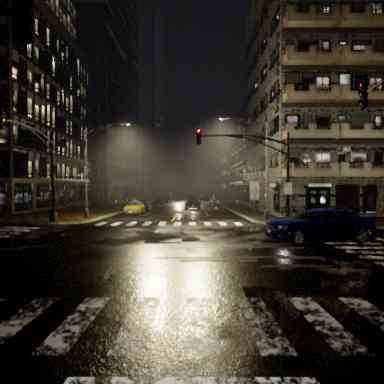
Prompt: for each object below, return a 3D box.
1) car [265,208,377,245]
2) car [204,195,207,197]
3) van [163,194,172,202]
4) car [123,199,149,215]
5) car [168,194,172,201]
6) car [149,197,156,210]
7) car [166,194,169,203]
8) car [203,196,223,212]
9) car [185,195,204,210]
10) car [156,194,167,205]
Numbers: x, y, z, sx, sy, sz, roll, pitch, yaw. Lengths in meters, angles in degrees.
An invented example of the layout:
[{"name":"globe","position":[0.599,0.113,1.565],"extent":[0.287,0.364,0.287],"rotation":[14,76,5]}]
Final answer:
[{"name":"car","position":[5.844,1.500,15.188],"extent":[5.008,1.535,1.882],"rotation":[1,0,-12]},{"name":"car","position":[2.673,1.397,72.848],"extent":[1.967,1.590,4.097],"rotation":[-1,0,0]},{"name":"van","position":[-5.709,1.295,78.502],"extent":[1.690,1.788,3.998],"rotation":[-1,0,0]},{"name":"car","position":[-5.705,1.504,33.095],"extent":[1.752,1.417,4.829],"rotation":[-1,0,0]},{"name":"car","position":[-5.706,1.505,67.192],"extent":[1.887,1.381,4.507],"rotation":[-1,0,0]},{"name":"car","position":[-5.704,1.541,38.919],"extent":[1.947,1.339,4.313],"rotation":[-1,0,0]},{"name":"car","position":[-5.705,1.545,61.537],"extent":[1.802,1.307,4.206],"rotation":[-1,0,0]},{"name":"car","position":[2.675,1.526,38.920],"extent":[2.008,1.369,4.403],"rotation":[-1,0,0]},{"name":"car","position":[0.098,1.465,43.027],"extent":[2.128,1.511,4.902],"rotation":[0,0,0]},{"name":"car","position":[-5.705,1.511,55.883],"extent":[1.887,1.381,4.507],"rotation":[-1,0,0]}]
